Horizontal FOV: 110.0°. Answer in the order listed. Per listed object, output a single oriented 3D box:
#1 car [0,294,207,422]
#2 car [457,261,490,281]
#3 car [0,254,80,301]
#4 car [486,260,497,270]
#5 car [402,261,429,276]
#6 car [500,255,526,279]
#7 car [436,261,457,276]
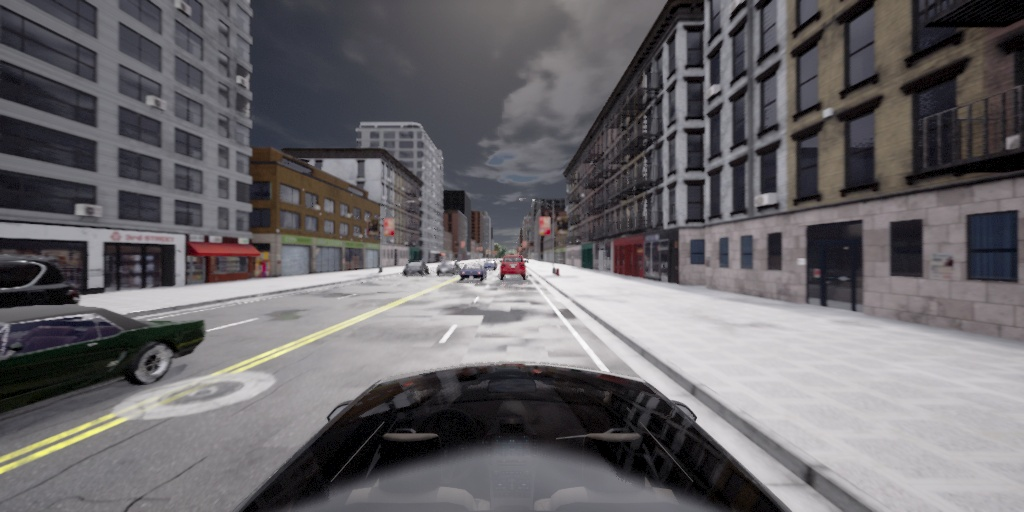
[{"bbox_3d":[-6.503,1.351,4.272,1.895,1.301,4.718,0,0,0],"label":"car"},{"bbox_3d":[-3.156,1.347,30.152,1.895,1.301,4.718,0,0,0],"label":"car"},{"bbox_3d":[-9.752,0.973,4.863,2.150,2.045,5.566,0,0,0],"label":"car"},{"bbox_3d":[-3.160,1.290,52.393,2.033,1.411,5.357,0,0,0],"label":"car"},{"bbox_3d":[-9.846,1.271,37.037,1.812,1.442,4.674,0,0,0],"label":"car"},{"bbox_3d":[0.093,0.967,32.052,2.150,2.045,5.566,0,0,0],"label":"car"},{"bbox_3d":[-6.598,1.236,37.225,2.128,1.511,4.902,0,0,0],"label":"car"}]
